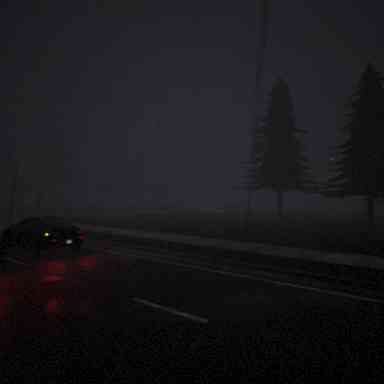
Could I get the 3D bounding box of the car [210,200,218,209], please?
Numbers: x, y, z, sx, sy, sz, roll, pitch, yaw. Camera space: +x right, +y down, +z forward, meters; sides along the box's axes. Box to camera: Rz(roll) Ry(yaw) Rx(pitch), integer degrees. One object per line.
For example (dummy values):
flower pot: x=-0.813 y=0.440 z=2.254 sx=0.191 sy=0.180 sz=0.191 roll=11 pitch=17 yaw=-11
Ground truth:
car: x=5.984 y=2.565 z=67.748 sx=2.150 sy=2.045 sz=5.566 roll=0 pitch=-1 yaw=41

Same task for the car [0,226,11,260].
car: x=-7.986 y=1.723 z=10.903 sx=4.718 sy=1.301 sz=1.895 roll=0 pitch=-1 yaw=41

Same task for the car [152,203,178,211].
car: x=-4.529 y=2.526 z=55.890 sx=1.895 sy=1.301 sz=4.718 roll=0 pitch=-1 yaw=41

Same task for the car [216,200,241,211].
car: x=6.740 y=2.590 z=58.099 sx=1.812 sy=1.442 sz=4.674 roll=0 pitch=-1 yaw=41

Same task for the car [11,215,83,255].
car: x=-6.419 y=1.719 z=14.177 sx=4.674 sy=1.442 sz=1.812 roll=-1 pitch=-2 yaw=41
